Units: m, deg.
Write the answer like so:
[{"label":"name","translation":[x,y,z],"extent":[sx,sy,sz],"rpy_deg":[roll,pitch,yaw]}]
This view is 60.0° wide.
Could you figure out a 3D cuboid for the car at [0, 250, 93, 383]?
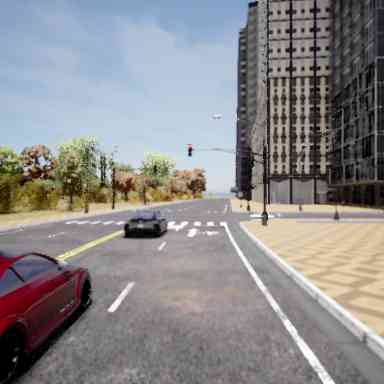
[{"label":"car","translation":[-3.065,1.606,5.296],"extent":[1.994,1.385,4.181],"rpy_deg":[0,-1,1]}]

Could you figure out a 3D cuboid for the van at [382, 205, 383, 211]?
[{"label":"van","translation":[23.542,1.503,37.074],"extent":[3.998,1.788,1.690],"rpy_deg":[0,0,7]}]

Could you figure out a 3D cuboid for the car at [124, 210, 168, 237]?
[{"label":"car","translation":[-2.572,1.736,19.317],"extent":[1.994,1.385,4.181],"rpy_deg":[0,-1,3]}]
